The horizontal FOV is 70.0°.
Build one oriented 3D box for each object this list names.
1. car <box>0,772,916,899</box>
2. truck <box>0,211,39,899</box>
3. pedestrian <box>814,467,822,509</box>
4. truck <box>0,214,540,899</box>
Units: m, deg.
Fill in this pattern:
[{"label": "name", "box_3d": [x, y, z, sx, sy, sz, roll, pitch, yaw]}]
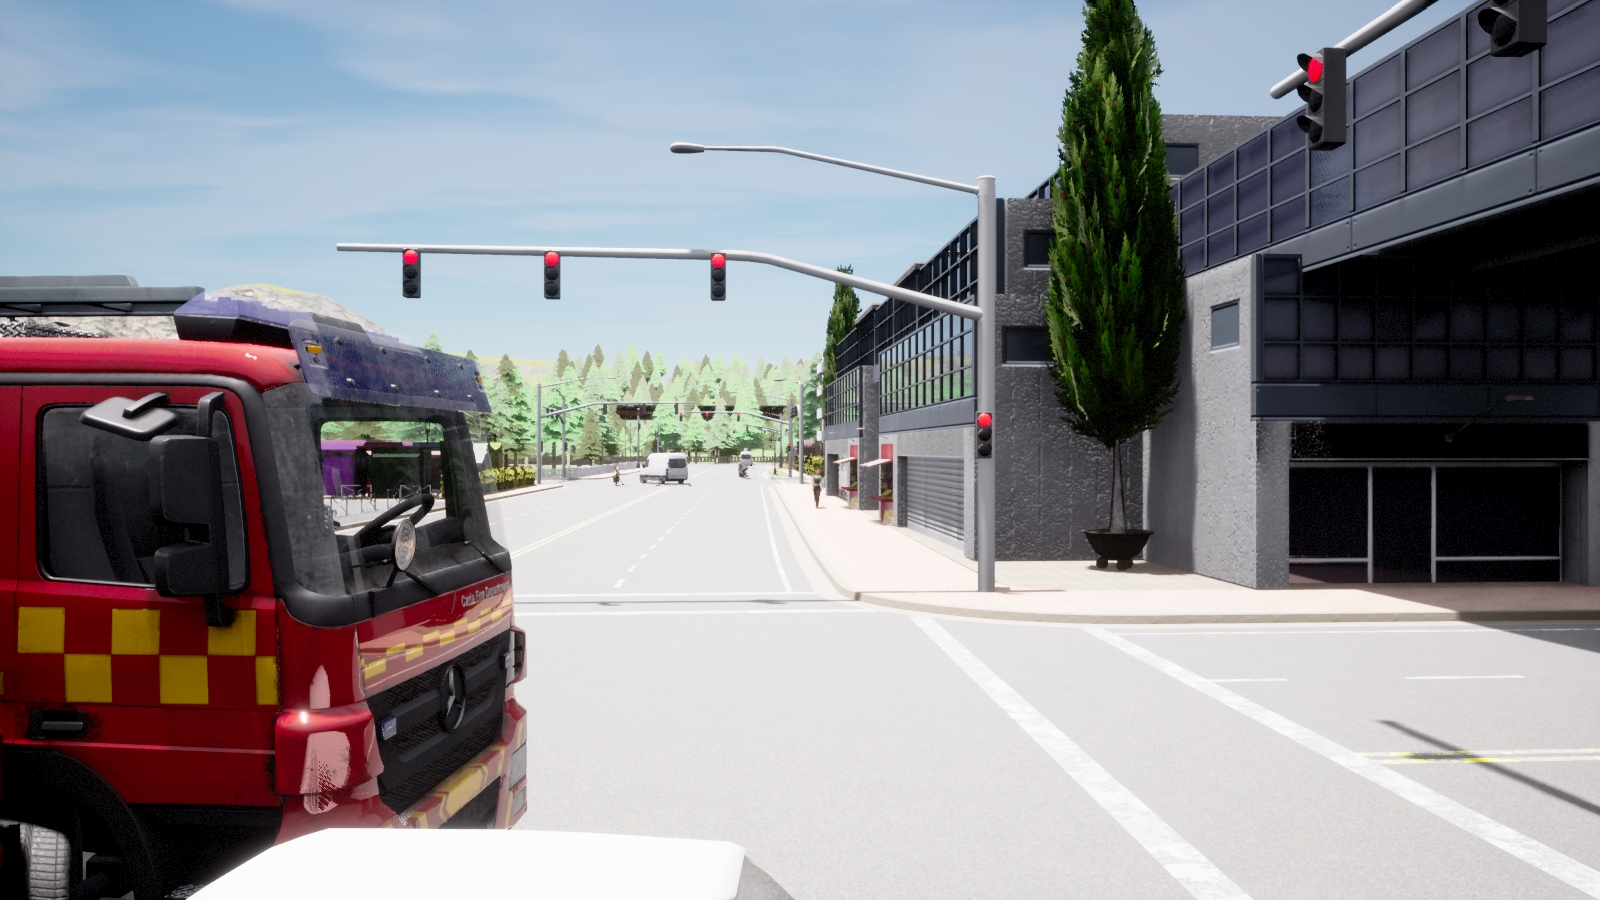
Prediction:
[{"label": "car", "box_3d": [-1.549, 2.065, 3.579, 3.806, 1.475, 1.970, 0, 0, 5]}, {"label": "truck", "box_3d": [-7.587, 0.890, 3.490, 8.468, 3.827, 2.891, 0, 0, -3]}, {"label": "pedestrian", "box_3d": [0.796, 1.696, 51.249, 0.375, 1.860, 0.375, 0, 0, 0]}, {"label": "truck", "box_3d": [-6.102, 0.890, 6.659, 8.468, 3.827, 2.891, 0, 0, 4]}]
